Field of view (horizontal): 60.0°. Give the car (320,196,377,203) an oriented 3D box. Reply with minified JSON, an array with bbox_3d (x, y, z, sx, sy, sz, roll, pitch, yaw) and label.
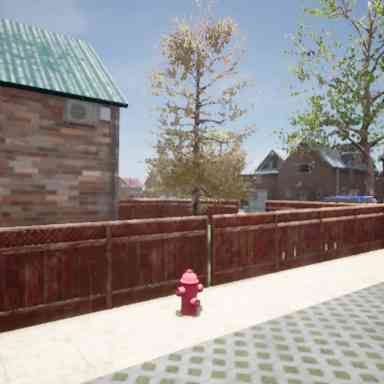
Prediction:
[{"bbox_3d":[10.279,1.321,23.565,2.150,2.045,5.566,1,-1,-38],"label":"car"}]

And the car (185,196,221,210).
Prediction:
[{"bbox_3d":[1.219,1.382,31.020,2.150,2.045,5.566,1,-1,-35],"label":"car"}]
